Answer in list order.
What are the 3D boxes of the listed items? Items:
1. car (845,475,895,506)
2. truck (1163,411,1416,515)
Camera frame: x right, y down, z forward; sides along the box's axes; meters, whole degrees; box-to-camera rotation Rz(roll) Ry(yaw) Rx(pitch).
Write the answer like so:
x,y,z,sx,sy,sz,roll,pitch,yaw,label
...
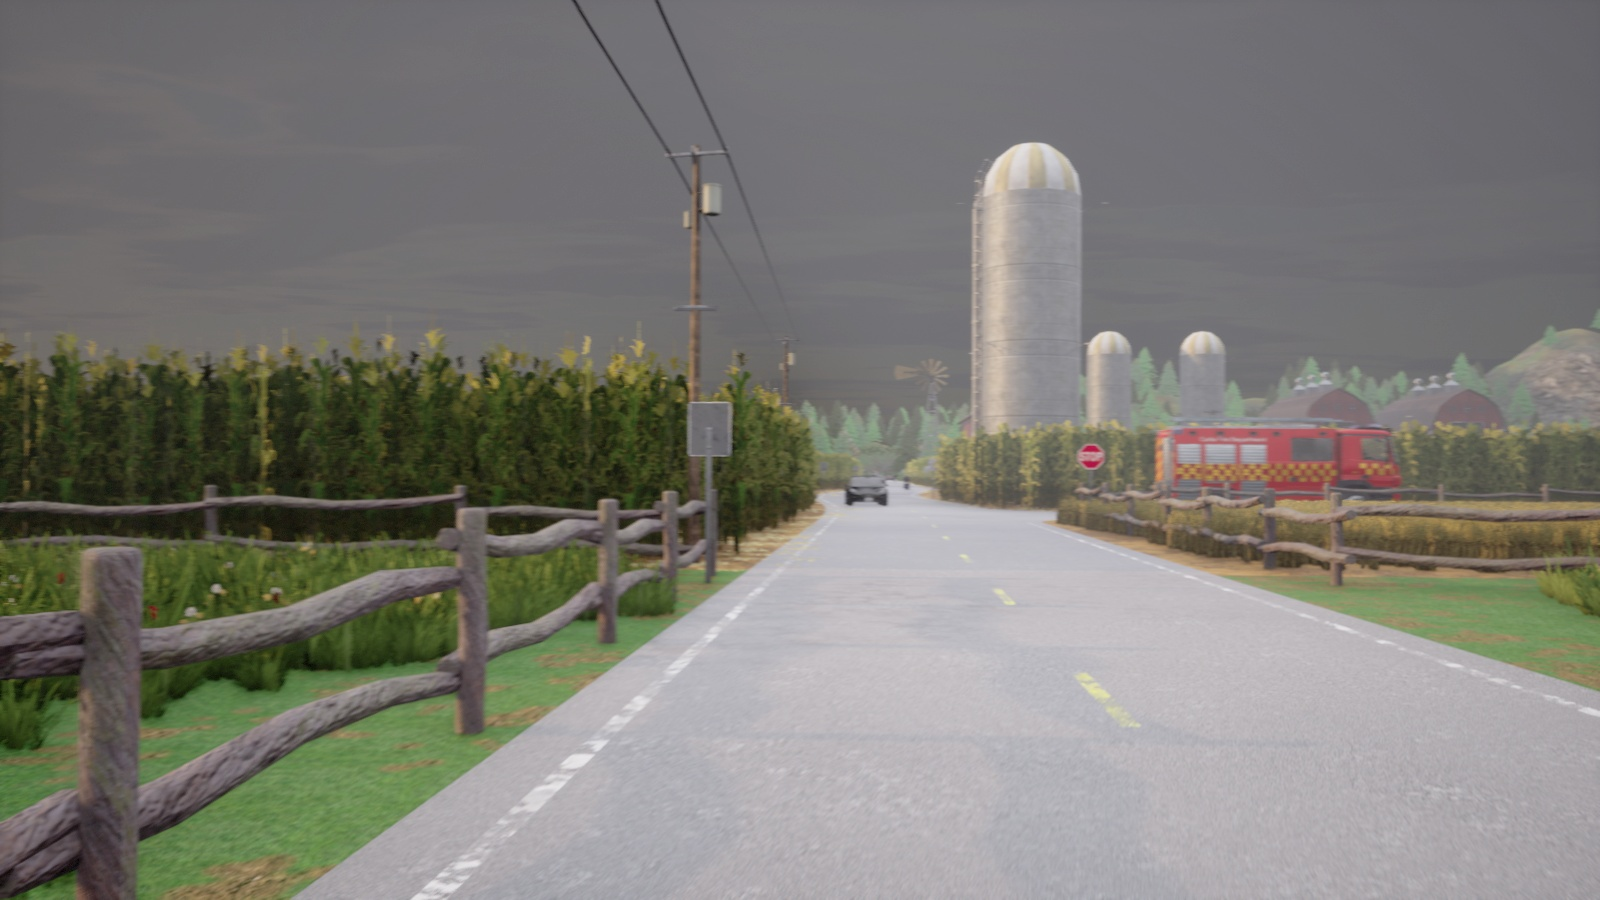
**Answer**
x,y,z,sx,sy,sz,roll,pitch,yaw,label
3.416,1.967,62.445,2.163,1.488,4.792,0,-1,-1,car
18.450,0.517,47.741,8.468,3.827,2.891,0,-1,3,truck
